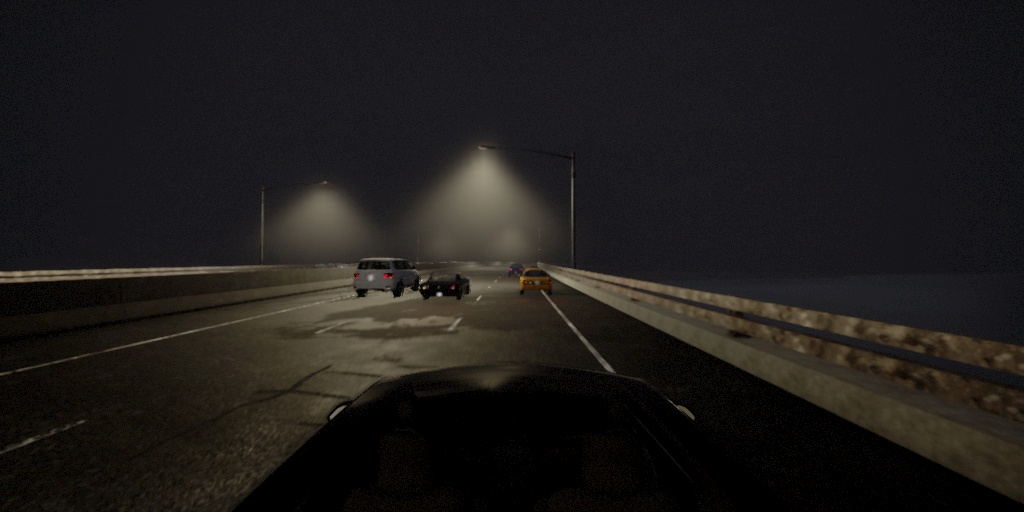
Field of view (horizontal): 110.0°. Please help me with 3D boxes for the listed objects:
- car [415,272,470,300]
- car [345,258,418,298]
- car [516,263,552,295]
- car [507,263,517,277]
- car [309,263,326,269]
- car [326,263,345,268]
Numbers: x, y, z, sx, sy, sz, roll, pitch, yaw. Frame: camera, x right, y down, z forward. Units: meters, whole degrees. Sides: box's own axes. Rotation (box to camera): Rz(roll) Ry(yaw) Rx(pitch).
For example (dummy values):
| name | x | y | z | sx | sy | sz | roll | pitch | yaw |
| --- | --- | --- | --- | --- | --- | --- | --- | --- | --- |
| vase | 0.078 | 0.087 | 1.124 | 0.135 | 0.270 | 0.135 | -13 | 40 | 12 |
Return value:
| name | x | y | z | sx | sy | sz | roll | pitch | yaw |
| --- | --- | --- | --- | --- | --- | --- | --- | --- | --- |
| car | -3.316 | 1.501 | 18.680 | 1.895 | 1.301 | 4.718 | 0 | -1 | 1 |
| car | -6.804 | 1.134 | 20.019 | 2.150 | 2.045 | 5.566 | 0 | 0 | 1 |
| car | 1.331 | 1.384 | 21.358 | 1.801 | 1.575 | 5.366 | 0 | -1 | 1 |
| car | 0.480 | 1.651 | 41.939 | 1.812 | 1.442 | 4.674 | 0 | -1 | 2 |
| car | -24.010 | 1.645 | 45.837 | 2.128 | 1.511 | 4.902 | 0 | -1 | 2 |
| car | -20.552 | 1.702 | 44.208 | 1.994 | 1.385 | 4.181 | 0 | 0 | 2 |
